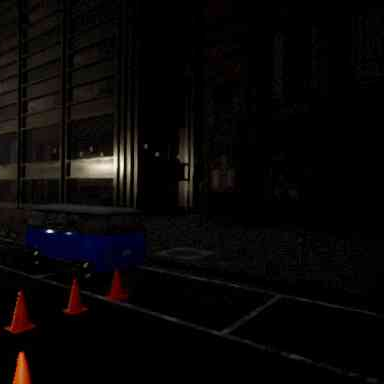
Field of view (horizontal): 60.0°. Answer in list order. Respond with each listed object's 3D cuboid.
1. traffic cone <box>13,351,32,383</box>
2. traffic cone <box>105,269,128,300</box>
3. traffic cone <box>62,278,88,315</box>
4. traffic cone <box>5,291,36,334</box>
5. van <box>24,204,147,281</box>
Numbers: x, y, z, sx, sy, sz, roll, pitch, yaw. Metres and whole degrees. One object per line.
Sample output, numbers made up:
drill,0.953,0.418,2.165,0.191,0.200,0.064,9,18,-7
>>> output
traffic cone,-1.728,1.921,3.383,0.340,0.580,0.340,1,0,36
traffic cone,-1.581,1.908,6.985,0.340,0.580,0.340,1,0,36
traffic cone,-2.169,1.903,6.176,0.340,0.580,0.340,1,0,36
traffic cone,-2.757,1.898,5.367,0.340,0.580,0.340,1,0,36
van,-3.110,1.263,9.384,3.998,1.788,1.690,1,0,36
